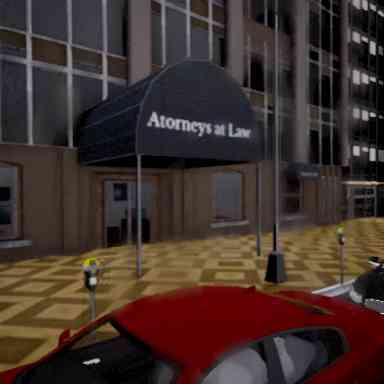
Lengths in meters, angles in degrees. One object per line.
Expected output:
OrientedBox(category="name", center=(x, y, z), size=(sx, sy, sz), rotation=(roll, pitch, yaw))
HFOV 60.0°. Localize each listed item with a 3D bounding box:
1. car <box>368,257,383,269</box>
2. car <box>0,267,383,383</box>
OrientedBox(category="car", center=(4.464, 1.533, 5.925), size=(4.403, 1.369, 2.008), rotation=(0, 0, -37))
OrientedBox(category="car", center=(-0.072, 1.532, 2.500), size=(4.507, 1.381, 1.887), rotation=(0, 0, -37))
